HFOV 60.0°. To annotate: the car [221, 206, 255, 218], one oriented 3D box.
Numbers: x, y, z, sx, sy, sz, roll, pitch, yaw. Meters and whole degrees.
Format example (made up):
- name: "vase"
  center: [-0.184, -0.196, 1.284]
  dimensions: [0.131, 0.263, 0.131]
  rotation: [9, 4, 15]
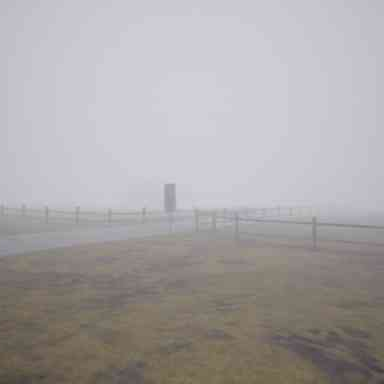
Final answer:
- name: "car"
  center: [5.397, 2.272, 38.042]
  dimensions: [2.033, 1.411, 5.357]
  rotation: [-1, -2, 35]
